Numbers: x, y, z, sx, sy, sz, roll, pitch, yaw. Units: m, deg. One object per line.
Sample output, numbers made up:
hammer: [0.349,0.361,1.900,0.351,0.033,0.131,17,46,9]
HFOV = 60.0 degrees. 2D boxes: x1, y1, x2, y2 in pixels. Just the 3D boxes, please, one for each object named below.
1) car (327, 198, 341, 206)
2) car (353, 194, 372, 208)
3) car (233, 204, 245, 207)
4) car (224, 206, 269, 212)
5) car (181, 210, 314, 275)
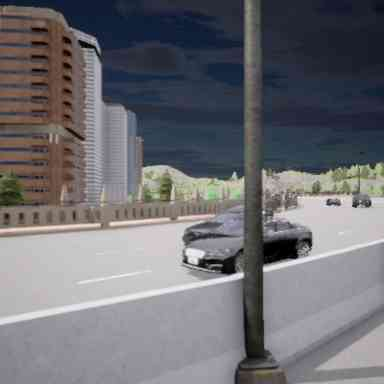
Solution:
car: [24.150,1.659,56.751,1.994,1.385,4.181,0,0,17]
car: [25.791,1.294,50.593,2.150,2.045,5.566,0,0,21]
car: [3.363,1.559,21.214,1.837,1.490,4.892,0,0,44]
car: [2.061,1.587,14.984,5.357,1.411,2.033,0,0,-43]
car: [1.876,1.517,10.243,4.902,1.511,2.128,0,0,-41]
